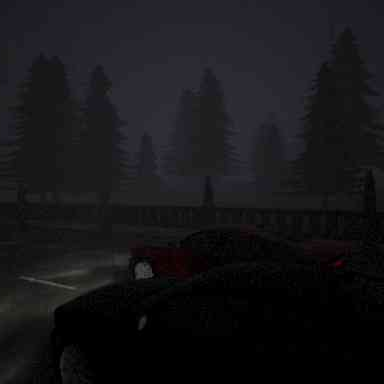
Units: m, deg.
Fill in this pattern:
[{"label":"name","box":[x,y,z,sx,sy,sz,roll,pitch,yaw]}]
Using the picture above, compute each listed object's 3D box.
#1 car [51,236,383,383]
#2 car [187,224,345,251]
[{"label":"car","box":[0.627,1.467,3.325,5.008,1.535,1.882,0,0,34]},{"label":"car","box":[0.765,1.456,7.435,5.008,1.535,1.882,0,0,34]}]
